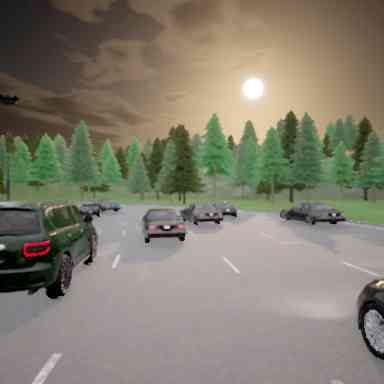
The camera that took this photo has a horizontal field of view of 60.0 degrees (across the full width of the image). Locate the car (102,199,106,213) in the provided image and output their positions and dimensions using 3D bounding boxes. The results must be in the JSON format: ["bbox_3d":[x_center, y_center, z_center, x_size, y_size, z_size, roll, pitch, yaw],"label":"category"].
[{"bbox_3d":[-9.516,1.463,29.563,2.128,1.511,4.902,0,0,-28],"label":"car"}]

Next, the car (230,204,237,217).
[{"bbox_3d":[2.209,1.451,28.831,1.994,1.385,4.181,0,0,-20],"label":"car"}]

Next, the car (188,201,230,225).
[{"bbox_3d":[0.546,1.466,23.206,2.033,1.411,5.357,0,0,-16],"label":"car"}]

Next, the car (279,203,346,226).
[{"bbox_3d":[7.927,1.414,22.399,2.033,1.411,5.357,0,0,-14],"label":"car"}]

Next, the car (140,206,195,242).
[{"bbox_3d":[-1.496,1.504,16.222,2.033,1.411,5.357,0,0,-11],"label":"car"}]

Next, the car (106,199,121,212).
[{"bbox_3d":[-9.816,1.498,36.640,2.033,1.411,5.357,0,0,-40],"label":"car"}]

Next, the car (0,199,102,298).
[{"bbox_3d":[-3.931,1.221,8.538,2.150,2.045,5.566,0,0,-6],"label":"car"}]

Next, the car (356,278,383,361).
[{"bbox_3d":[3.408,1.469,2.999,1.837,1.490,4.892,0,0,-2],"label":"car"}]
